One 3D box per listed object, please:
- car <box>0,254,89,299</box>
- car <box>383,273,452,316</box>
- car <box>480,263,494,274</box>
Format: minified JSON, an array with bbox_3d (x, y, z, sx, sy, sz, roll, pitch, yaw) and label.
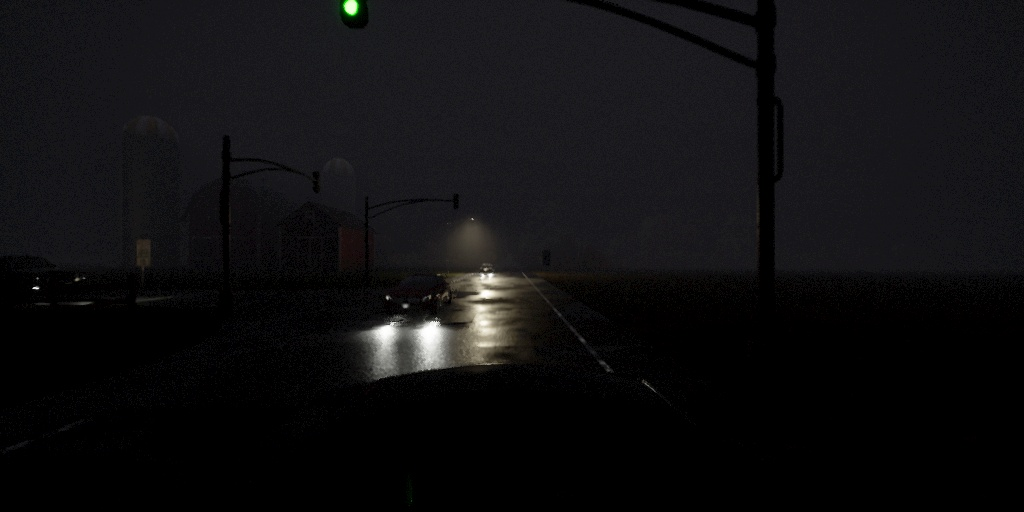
[{"bbox_3d":[-23.267,0.942,16.588,5.566,2.045,2.150,1,0,0],"label":"car"},{"bbox_3d":[-3.529,1.401,14.199,1.812,1.442,4.674,0,0,0],"label":"car"},{"bbox_3d":[-3.647,1.768,52.413,2.128,1.511,4.902,0,0,0],"label":"car"}]
